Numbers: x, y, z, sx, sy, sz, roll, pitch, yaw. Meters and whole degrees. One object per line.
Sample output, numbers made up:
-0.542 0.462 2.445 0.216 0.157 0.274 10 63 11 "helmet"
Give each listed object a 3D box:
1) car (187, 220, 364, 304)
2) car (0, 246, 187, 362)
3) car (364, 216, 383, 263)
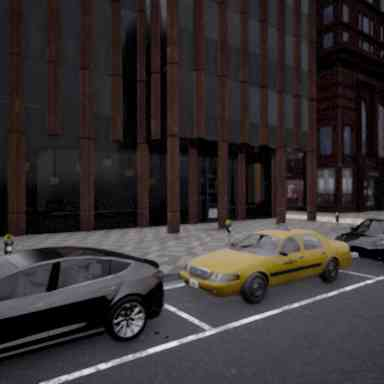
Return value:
1.999 1.509 8.090 4.829 1.417 1.752 0 0 -36 "car"
-2.443 1.564 4.905 4.313 1.339 1.947 0 0 -36 "car"
6.718 1.536 11.473 4.313 1.339 1.947 0 0 -36 "car"
